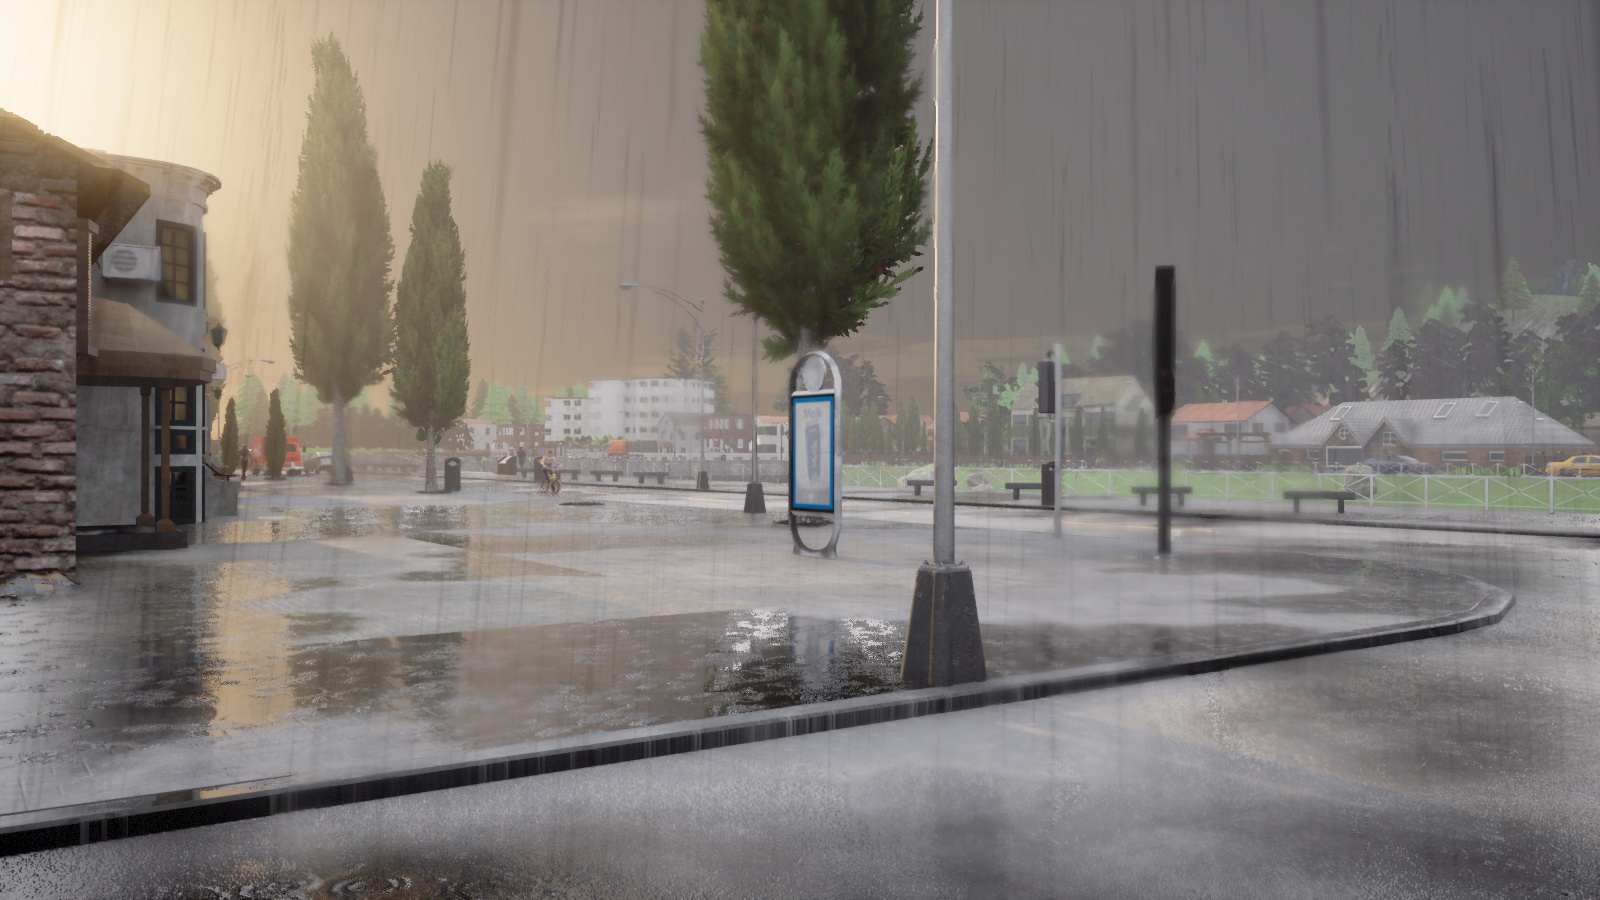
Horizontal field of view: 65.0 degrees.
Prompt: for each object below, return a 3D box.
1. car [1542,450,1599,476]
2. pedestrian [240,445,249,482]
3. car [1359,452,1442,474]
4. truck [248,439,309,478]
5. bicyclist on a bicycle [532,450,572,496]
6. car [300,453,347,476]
[{"bbox_3d":[48.752,0.769,76.990,1.801,1.575,5.366,0,0,-34],"label":"car"},{"bbox_3d":[-27.503,0.665,62.152,0.331,1.846,0.634,0,0,-34],"label":"pedestrian"},{"bbox_3d":[41.696,0.870,87.263,2.163,1.488,4.792,0,0,-34],"label":"car"},{"bbox_3d":[-33.679,0.528,81.013,2.627,2.467,5.204,0,0,-34],"label":"truck"},{"bbox_3d":[-8.893,0.810,44.955,0.866,1.612,1.509,0,0,-35],"label":"bicyclist on a bicycle"},{"bbox_3d":[-33.178,0.976,87.343,2.007,1.525,4.514,0,0,-34],"label":"car"}]
